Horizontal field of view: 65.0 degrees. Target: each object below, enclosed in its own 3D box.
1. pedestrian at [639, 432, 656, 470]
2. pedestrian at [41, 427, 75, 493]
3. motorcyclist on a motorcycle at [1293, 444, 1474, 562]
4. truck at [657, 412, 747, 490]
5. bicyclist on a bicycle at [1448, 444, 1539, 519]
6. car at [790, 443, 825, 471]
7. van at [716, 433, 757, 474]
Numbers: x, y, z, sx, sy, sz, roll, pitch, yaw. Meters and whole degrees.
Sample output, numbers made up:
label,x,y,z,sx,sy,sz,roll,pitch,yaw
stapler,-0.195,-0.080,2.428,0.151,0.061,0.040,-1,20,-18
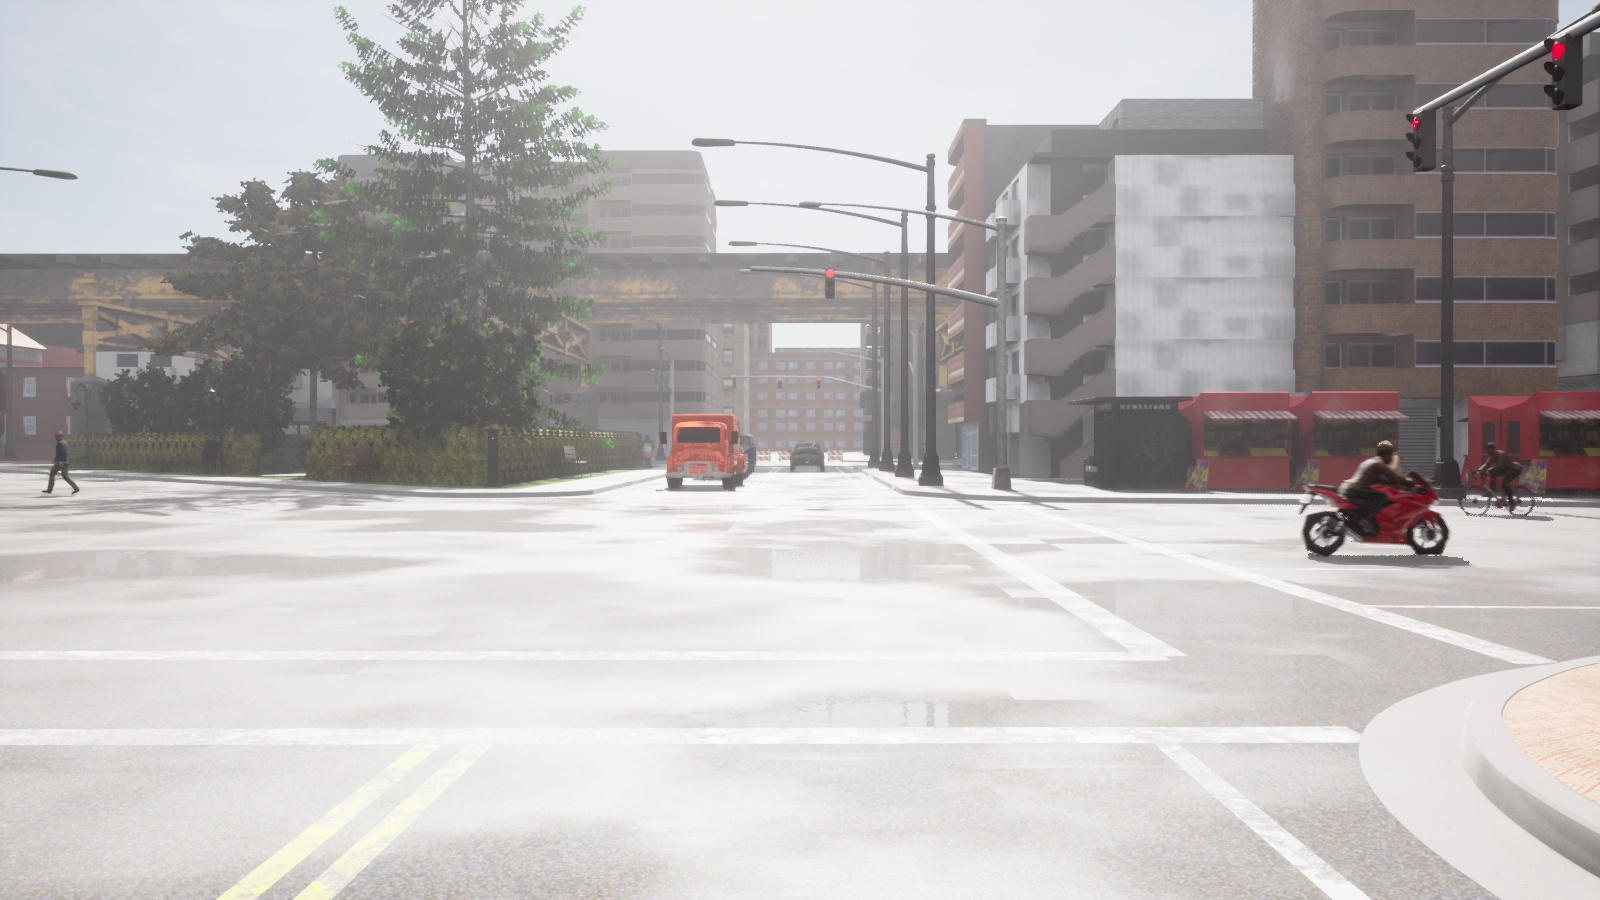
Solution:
label,x,y,z,sx,sy,sz,roll,pitch,yaw
pedestrian,-7.953,0.036,65.387,0.659,1.952,0.873,0,0,10
pedestrian,-20.714,0.281,35.076,0.726,1.842,0.402,0,0,-11
motorcyclist on a motorcycle,7.823,0.696,16.890,2.044,1.523,0.797,1,0,0
truck,-3.240,0.017,42.607,2.627,2.467,5.204,0,0,0
bicyclist on a bicycle,15.125,0.683,27.400,1.656,1.620,0.582,0,0,0
car,0.406,0.366,68.269,1.837,1.490,4.892,0,0,0
van,-3.127,0.143,62.234,1.775,1.987,4.442,0,1,0
